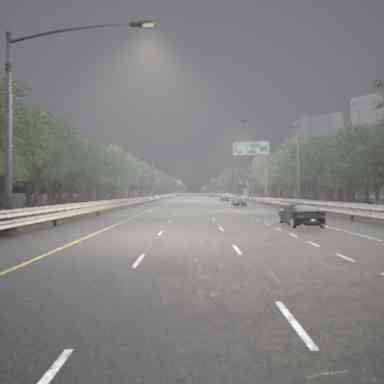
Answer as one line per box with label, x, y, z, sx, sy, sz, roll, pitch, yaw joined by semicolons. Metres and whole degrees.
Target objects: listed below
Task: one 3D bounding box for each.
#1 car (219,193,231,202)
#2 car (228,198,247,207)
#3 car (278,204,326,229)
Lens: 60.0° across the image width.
car;7.296;1.483;76.214;1.812;1.442;4.674;0;0;0
car;7.157;1.586;51.243;1.895;1.301;4.718;0;0;0
car;7.033;1.498;21.776;1.882;1.535;5.008;0;0;0
